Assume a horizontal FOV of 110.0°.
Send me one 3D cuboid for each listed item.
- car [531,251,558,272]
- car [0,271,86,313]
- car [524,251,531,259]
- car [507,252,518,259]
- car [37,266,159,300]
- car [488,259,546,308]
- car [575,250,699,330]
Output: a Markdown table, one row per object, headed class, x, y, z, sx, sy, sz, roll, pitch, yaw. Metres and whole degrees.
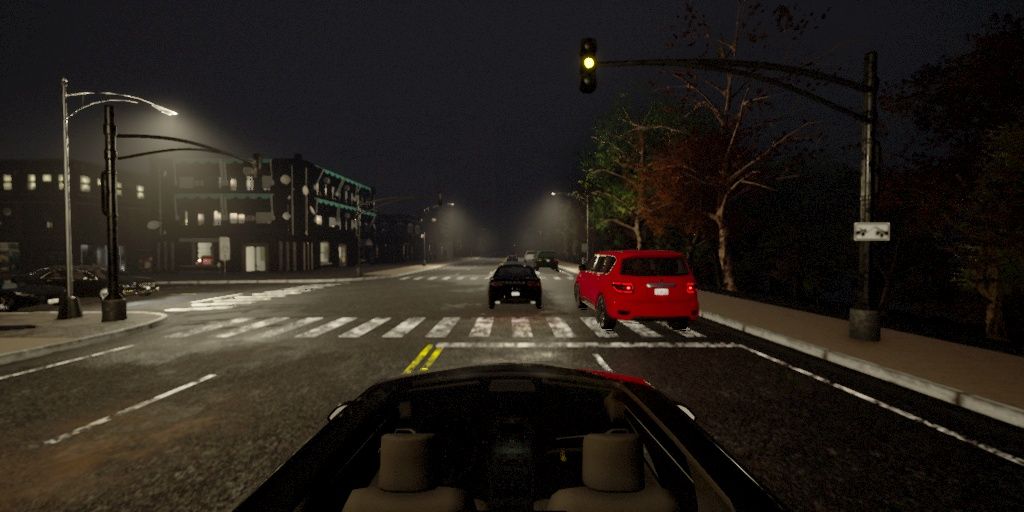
| class | x | y | z | sx | sy | sz | roll | pitch | yaw |
| --- | --- | --- | --- | --- | --- | --- | --- | --- | --- |
| car | 3.388 | 0.499 | 36.386 | 2.150 | 2.045 | 5.566 | 0 | 1 | 0 |
| car | -19.935 | 1.399 | 13.914 | 4.313 | 1.339 | 1.948 | 0 | 0 | 0 |
| car | 3.316 | 0.120 | 63.982 | 2.150 | 2.045 | 5.566 | 0 | 1 | 0 |
| car | 0.068 | 0.458 | 64.262 | 1.994 | 1.385 | 4.181 | 0 | 1 | 0 |
| car | -19.326 | 1.269 | 16.584 | 4.892 | 1.490 | 1.837 | -1 | 1 | -2 |
| car | 0.114 | 1.057 | 14.309 | 1.882 | 1.535 | 5.008 | 0 | 1 | 0 |
| car | 3.360 | 0.851 | 10.745 | 2.150 | 2.045 | 5.566 | 0 | 1 | 0 |
